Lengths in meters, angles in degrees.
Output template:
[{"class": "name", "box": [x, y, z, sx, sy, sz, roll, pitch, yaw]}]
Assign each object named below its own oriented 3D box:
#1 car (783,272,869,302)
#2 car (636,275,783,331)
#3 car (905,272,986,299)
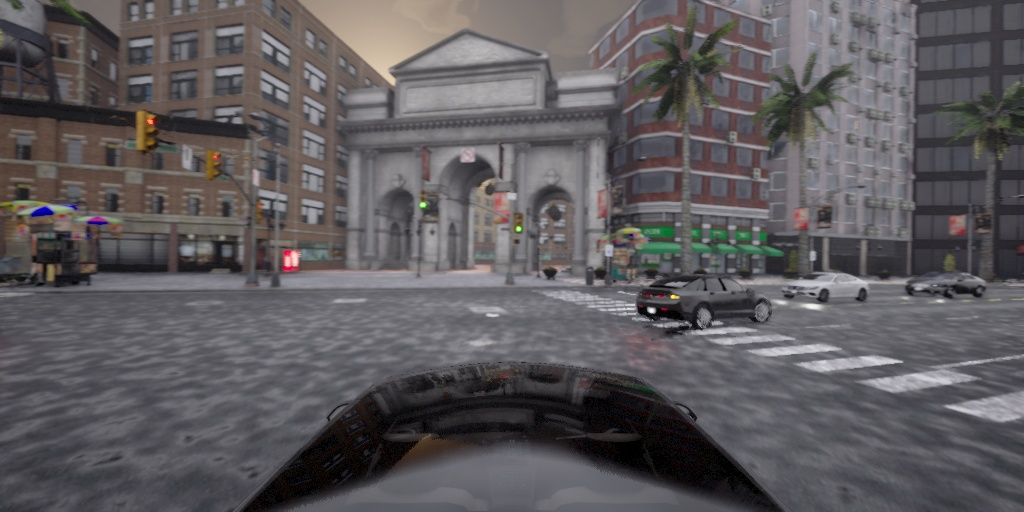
[{"class": "car", "box": [16.557, 1.578, 18.916, 4.674, 1.442, 1.812, 1, 0, -17]}, {"class": "car", "box": [6.206, 1.366, 11.496, 4.892, 1.490, 1.837, 1, -2, -27]}, {"class": "car", "box": [26.542, 1.733, 21.987, 4.902, 1.511, 2.128, 1, 0, -17]}]
